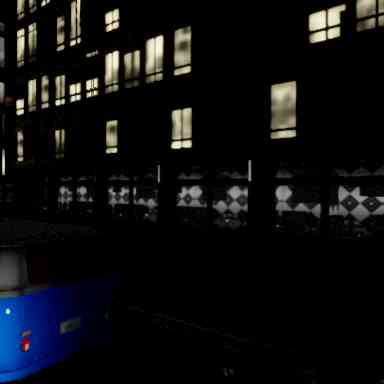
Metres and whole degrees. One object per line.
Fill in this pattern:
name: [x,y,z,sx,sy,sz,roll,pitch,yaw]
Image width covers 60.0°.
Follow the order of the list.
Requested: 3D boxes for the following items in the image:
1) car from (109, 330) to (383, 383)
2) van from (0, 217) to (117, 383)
car: [1.720,1.586,1.647,4.206,1.307,1.802,1,0,36]
van: [-2.918,1.301,4.954,3.998,1.788,1.690,1,0,36]
